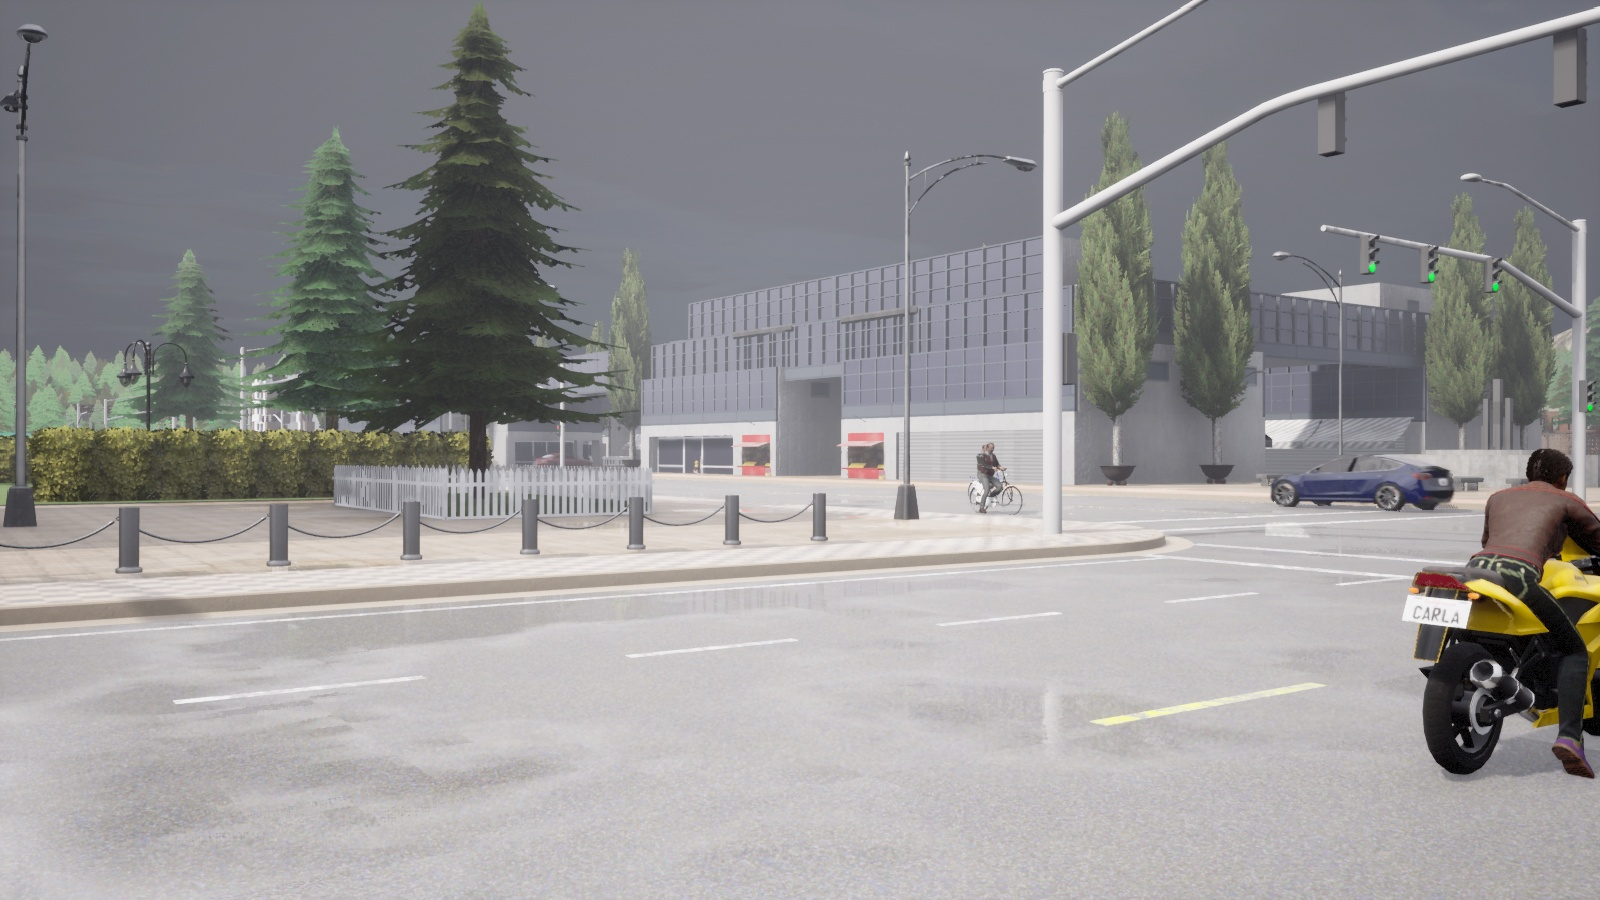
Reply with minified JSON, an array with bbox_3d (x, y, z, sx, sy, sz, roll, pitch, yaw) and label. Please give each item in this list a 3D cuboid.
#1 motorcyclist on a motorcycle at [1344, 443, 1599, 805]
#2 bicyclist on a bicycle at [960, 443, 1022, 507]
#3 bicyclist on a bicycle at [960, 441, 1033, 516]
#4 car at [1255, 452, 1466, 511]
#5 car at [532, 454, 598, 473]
[{"bbox_3d":[3.643,0.734,6.198,2.044,1.523,0.797,0,0,-35],"label":"motorcyclist on a motorcycle"},{"bbox_3d":[5.441,0.692,35.879,0.659,1.776,1.843,0,0,-35],"label":"bicyclist on a bicycle"},{"bbox_3d":[4.793,0.680,30.691,0.659,1.776,1.843,0,0,-35],"label":"bicyclist on a bicycle"},{"bbox_3d":[15.150,0.796,34.197,2.163,1.488,4.792,0,0,-35],"label":"car"},{"bbox_3d":[-18.039,1.045,96.394,4.674,1.442,1.812,0,0,-40],"label":"car"}]
